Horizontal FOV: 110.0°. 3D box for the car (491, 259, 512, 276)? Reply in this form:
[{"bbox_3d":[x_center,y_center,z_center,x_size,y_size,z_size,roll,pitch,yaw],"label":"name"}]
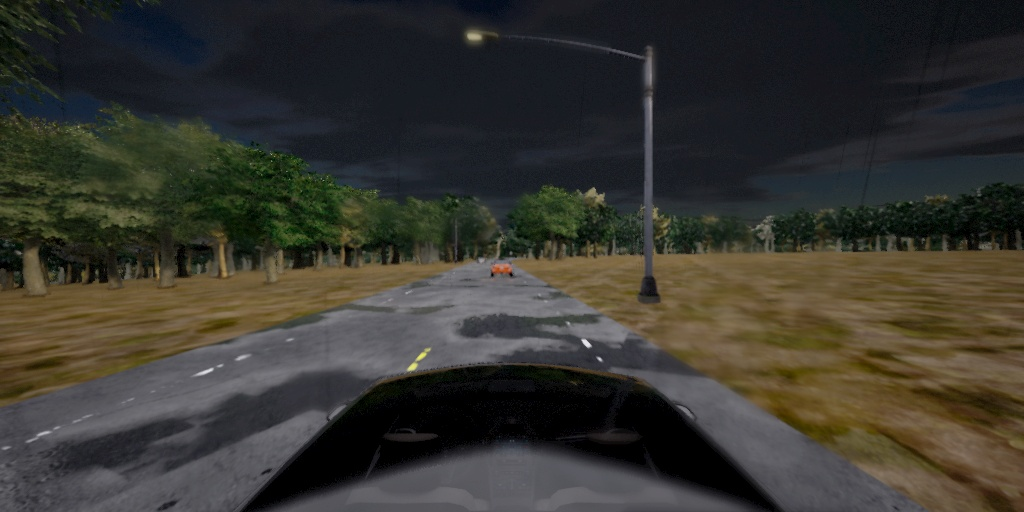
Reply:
[{"bbox_3d":[-1.079,1.086,36.939,2.097,1.767,4.553,0,0,-2],"label":"car"}]
